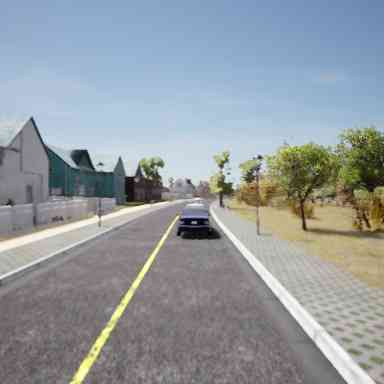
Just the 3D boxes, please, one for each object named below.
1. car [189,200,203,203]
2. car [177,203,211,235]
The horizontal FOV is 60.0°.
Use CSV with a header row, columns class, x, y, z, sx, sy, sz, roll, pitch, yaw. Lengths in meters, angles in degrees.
class,x,y,z,sx,sy,sz,roll,pitch,yaw
car,0.467,1.631,38.461,1.895,1.301,4.718,0,0,2
car,0.112,1.558,18.891,2.033,1.411,5.357,0,0,0
